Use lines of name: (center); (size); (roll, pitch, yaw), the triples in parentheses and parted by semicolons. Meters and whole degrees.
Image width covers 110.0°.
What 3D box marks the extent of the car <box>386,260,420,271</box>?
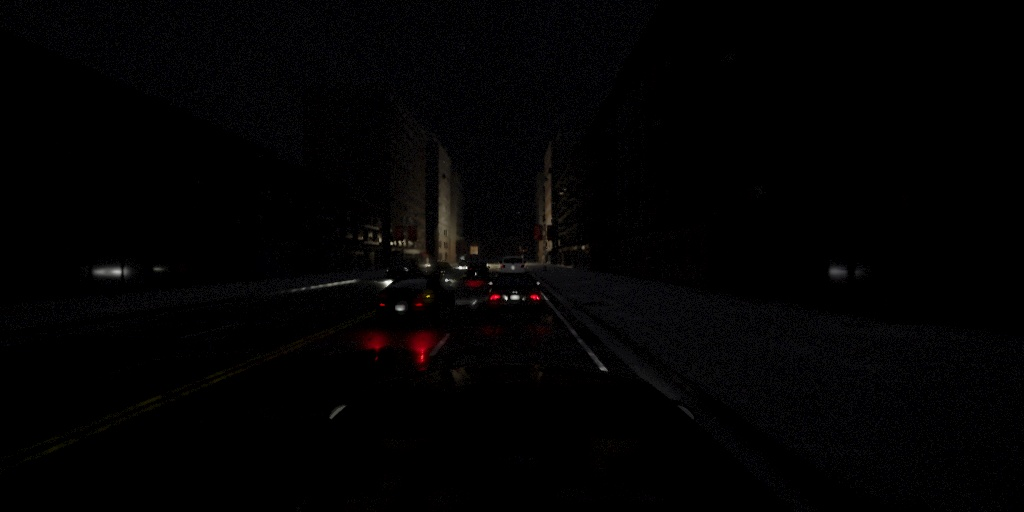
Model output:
car: (-9.856, 1.162, 32.738); (2.097, 1.767, 4.553); (0, 0, 0)

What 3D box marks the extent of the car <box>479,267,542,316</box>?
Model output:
car: (0.093, 1.318, 13.445); (2.033, 1.411, 5.357); (0, 0, 0)

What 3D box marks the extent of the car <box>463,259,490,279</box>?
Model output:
car: (-3.160, 1.317, 33.672); (1.837, 1.490, 4.892); (0, 0, 0)

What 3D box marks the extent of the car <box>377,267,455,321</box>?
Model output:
car: (-3.161, 1.294, 12.452); (1.812, 1.442, 4.674); (0, 0, 0)

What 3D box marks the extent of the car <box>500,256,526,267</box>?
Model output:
car: (0.091, 1.031, 32.569); (2.150, 2.045, 5.566); (0, 0, 0)

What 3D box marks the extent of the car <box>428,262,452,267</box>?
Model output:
car: (-6.606, 1.315, 32.960); (1.837, 1.490, 4.892); (0, 0, 0)
